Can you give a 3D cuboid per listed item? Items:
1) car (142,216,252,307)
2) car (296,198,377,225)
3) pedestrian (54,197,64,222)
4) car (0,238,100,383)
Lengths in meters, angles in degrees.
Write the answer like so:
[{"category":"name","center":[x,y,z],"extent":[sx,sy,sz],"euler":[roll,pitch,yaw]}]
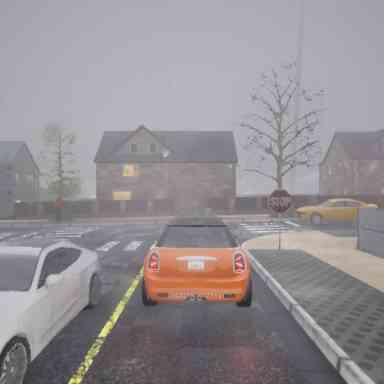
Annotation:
[{"category":"car","center":[0.155,1.351,8.158],"extent":[2.097,1.767,4.553],"euler":[0,0,2]},{"category":"car","center":[9.248,1.189,21.378],"extent":[5.008,1.535,1.882],"euler":[-1,1,0]},{"category":"pedestrian","center":[-9.699,1.257,24.218],"extent":[0.375,1.860,0.375],"euler":[0,2,0]},{"category":"car","center":[-2.770,1.525,5.112],"extent":[1.812,1.442,4.674],"euler":[0,0,1]}]
